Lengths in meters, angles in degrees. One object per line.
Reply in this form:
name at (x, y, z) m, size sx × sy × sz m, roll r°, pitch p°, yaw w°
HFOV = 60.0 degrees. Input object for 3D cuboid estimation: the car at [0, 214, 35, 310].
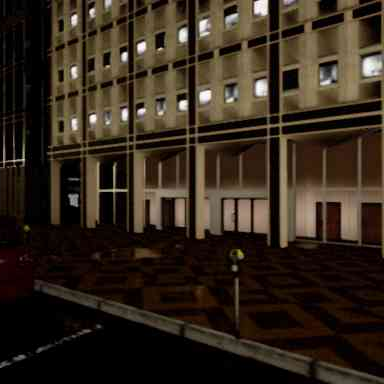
car at (-5.092, 1.303, 6.513) m, size 5.009 × 1.841 × 2.192 m, roll 0°, pitch 0°, yaw 36°
